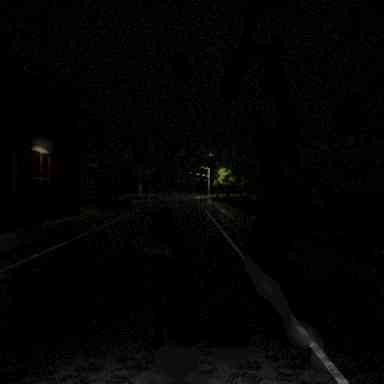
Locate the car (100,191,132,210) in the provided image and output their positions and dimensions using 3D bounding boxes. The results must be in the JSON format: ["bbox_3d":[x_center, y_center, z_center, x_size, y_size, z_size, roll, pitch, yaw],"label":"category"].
[{"bbox_3d":[-8.030,0.865,35.001,1.905,1.878,3.866,7,-3,-43],"label":"car"}]
